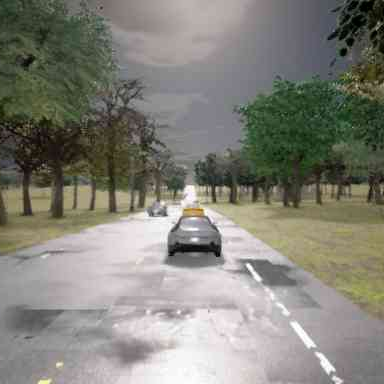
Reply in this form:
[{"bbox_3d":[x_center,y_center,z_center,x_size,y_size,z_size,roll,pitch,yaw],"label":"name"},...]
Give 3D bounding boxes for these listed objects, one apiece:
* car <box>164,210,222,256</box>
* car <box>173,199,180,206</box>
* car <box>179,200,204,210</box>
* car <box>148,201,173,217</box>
[{"bbox_3d":[0.094,1.621,13.394,1.994,1.385,4.181,0,0,0],"label":"car"},{"bbox_3d":[-3.491,2.401,76.188,2.097,1.767,4.553,0,-1,0],"label":"car"},{"bbox_3d":[0.099,1.727,29.830,1.882,1.535,5.008,0,-1,0],"label":"car"},{"bbox_3d":[-3.589,1.843,35.730,2.128,1.511,4.902,0,-1,0],"label":"car"}]
